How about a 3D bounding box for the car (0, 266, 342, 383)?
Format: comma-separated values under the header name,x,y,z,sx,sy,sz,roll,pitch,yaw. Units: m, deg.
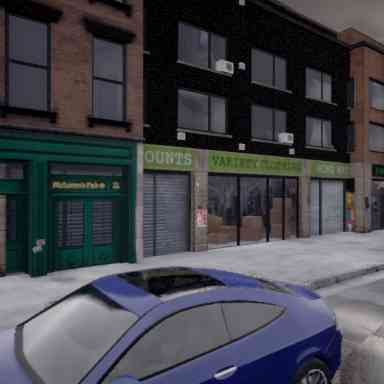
name,x,y,z,sx,sy,sz,roll,pitch,yaw
car,-0.468,1.526,3.044,4.674,1.442,1.812,0,0,-35
